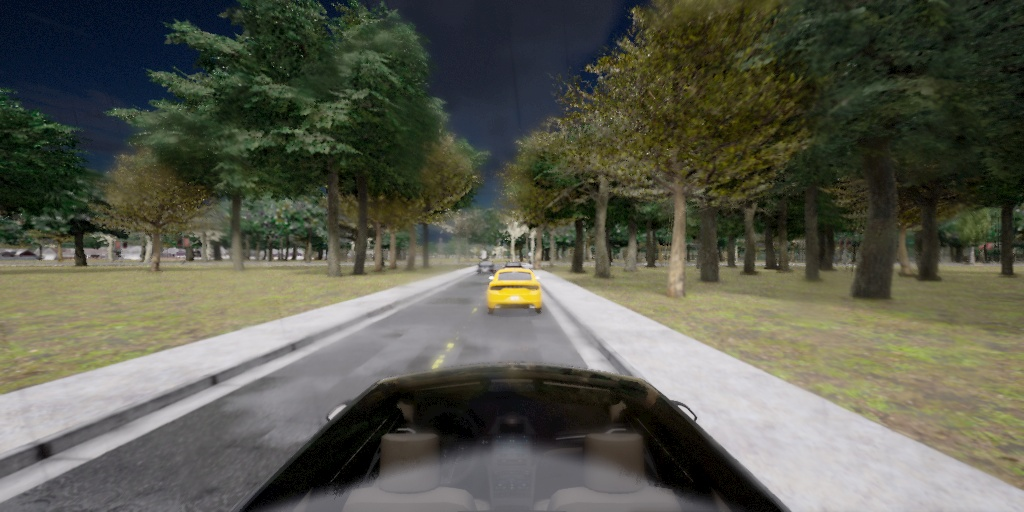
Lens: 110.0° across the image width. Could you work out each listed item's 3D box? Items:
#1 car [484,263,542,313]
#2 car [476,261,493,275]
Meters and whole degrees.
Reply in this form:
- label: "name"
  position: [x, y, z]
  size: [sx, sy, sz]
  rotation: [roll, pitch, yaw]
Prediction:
- label: "car"
  position: [0.106, 1.226, 14.095]
  size: [1.882, 1.535, 5.008]
  rotation: [0, 0, 0]
- label: "car"
  position: [-2.820, 1.274, 39.759]
  size: [1.812, 1.442, 4.674]
  rotation: [0, 0, 0]
